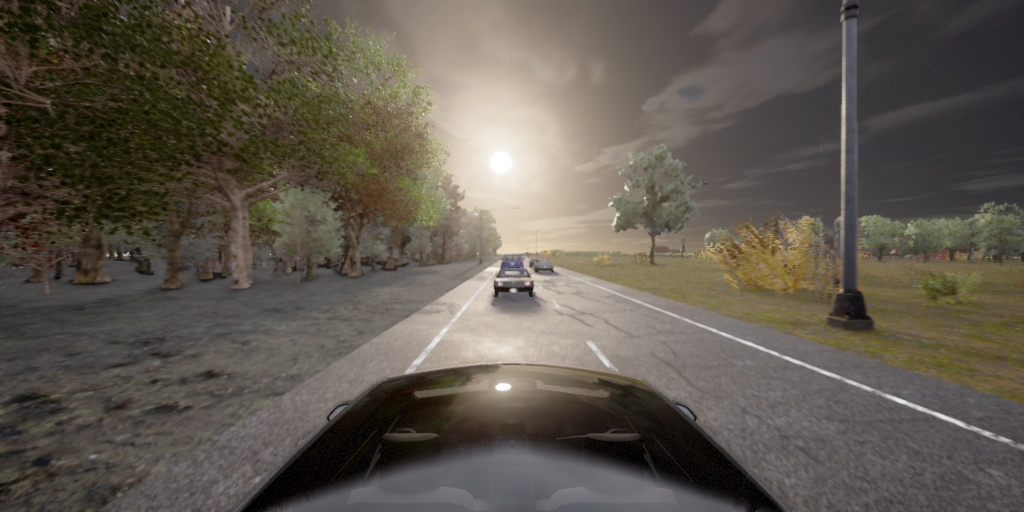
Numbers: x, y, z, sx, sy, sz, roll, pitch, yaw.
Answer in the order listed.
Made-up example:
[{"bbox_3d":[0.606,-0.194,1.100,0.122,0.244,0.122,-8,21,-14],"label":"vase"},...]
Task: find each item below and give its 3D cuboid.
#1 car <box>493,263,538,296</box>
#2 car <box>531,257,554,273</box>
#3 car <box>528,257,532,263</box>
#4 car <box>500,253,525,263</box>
[{"bbox_3d":[0.075,1.238,18.146,1.895,1.301,4.718,0,0,0],"label":"car"},{"bbox_3d":[3.444,1.042,39.107,1.994,1.385,4.181,0,0,1],"label":"car"},{"bbox_3d":[3.456,0.880,53.452,1.837,1.490,4.892,0,1,0],"label":"car"},{"bbox_3d":[0.044,0.751,33.718,2.150,2.045,5.566,0,1,0],"label":"car"}]
